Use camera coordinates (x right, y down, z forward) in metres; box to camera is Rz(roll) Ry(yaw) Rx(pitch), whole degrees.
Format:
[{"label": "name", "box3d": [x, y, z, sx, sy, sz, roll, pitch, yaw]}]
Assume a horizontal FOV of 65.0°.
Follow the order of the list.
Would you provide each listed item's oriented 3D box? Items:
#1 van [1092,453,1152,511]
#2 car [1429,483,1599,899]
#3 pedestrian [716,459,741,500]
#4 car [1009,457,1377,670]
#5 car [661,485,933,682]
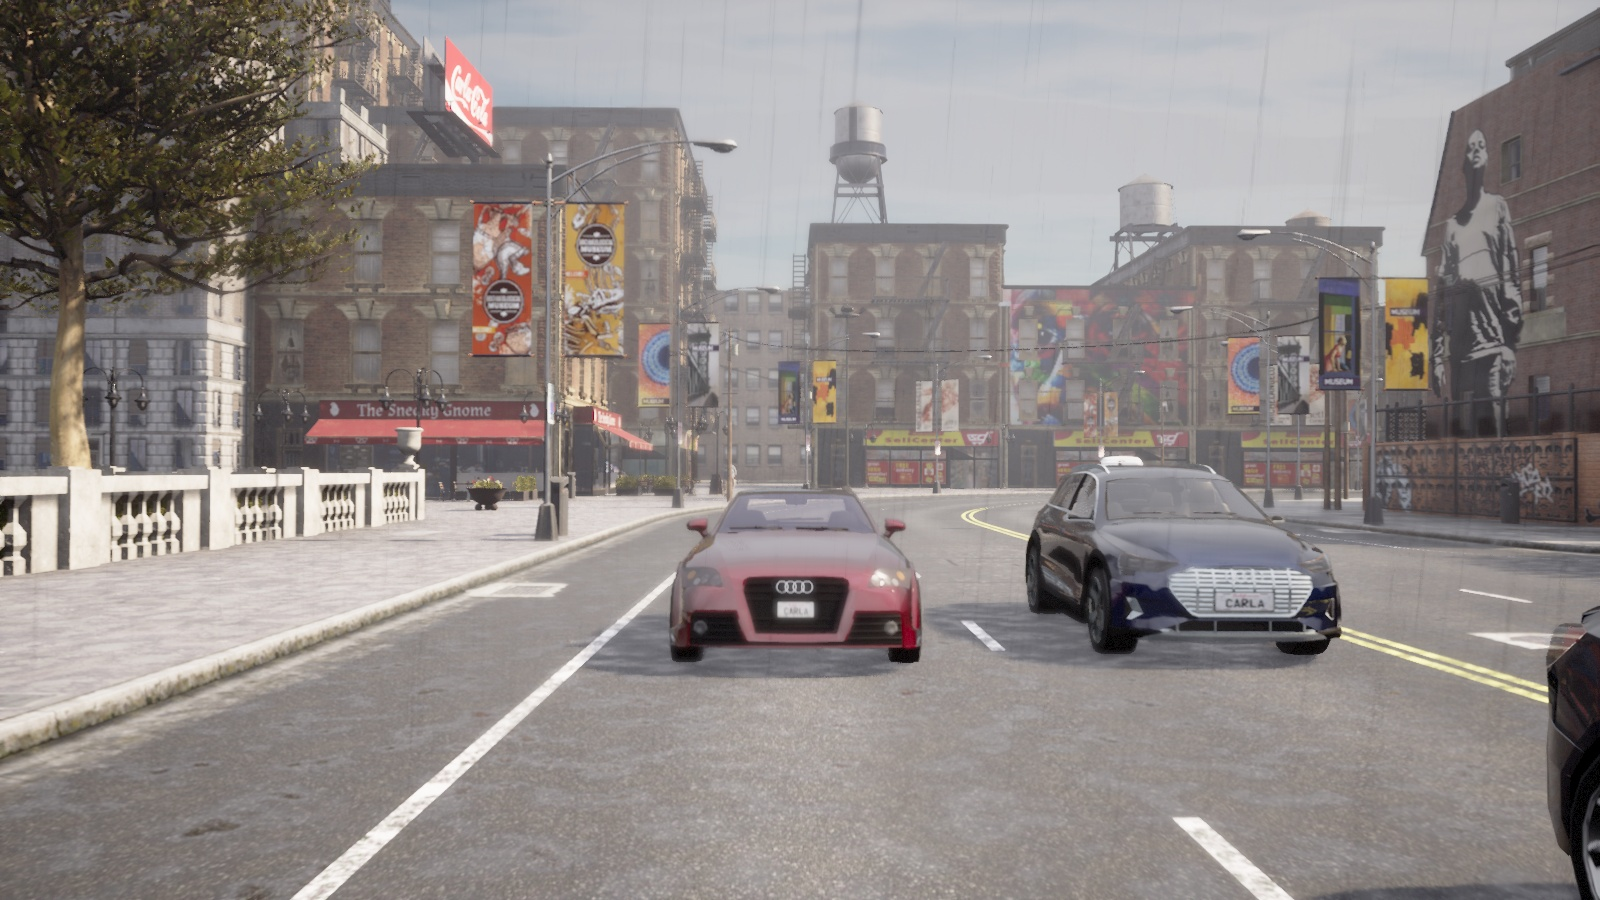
[{"label": "van", "box3d": [12.012, 1.183, 46.986, 2.069, 2.038, 4.480, -1, -1, 14]}, {"label": "car", "box3d": [3.490, 0.833, 2.392, 2.163, 1.488, 4.792, 0, -1, 0]}, {"label": "pedestrian", "box3d": [-3.204, 1.320, 56.623, 0.874, 1.855, 0.900, 0, -1, 16]}, {"label": "car", "box3d": [3.470, 0.908, 12.223, 2.033, 1.649, 4.856, 0, -1, 0]}, {"label": "car", "box3d": [-0.026, 1.044, 11.331, 1.994, 1.385, 4.181, 0, -1, 0]}]
